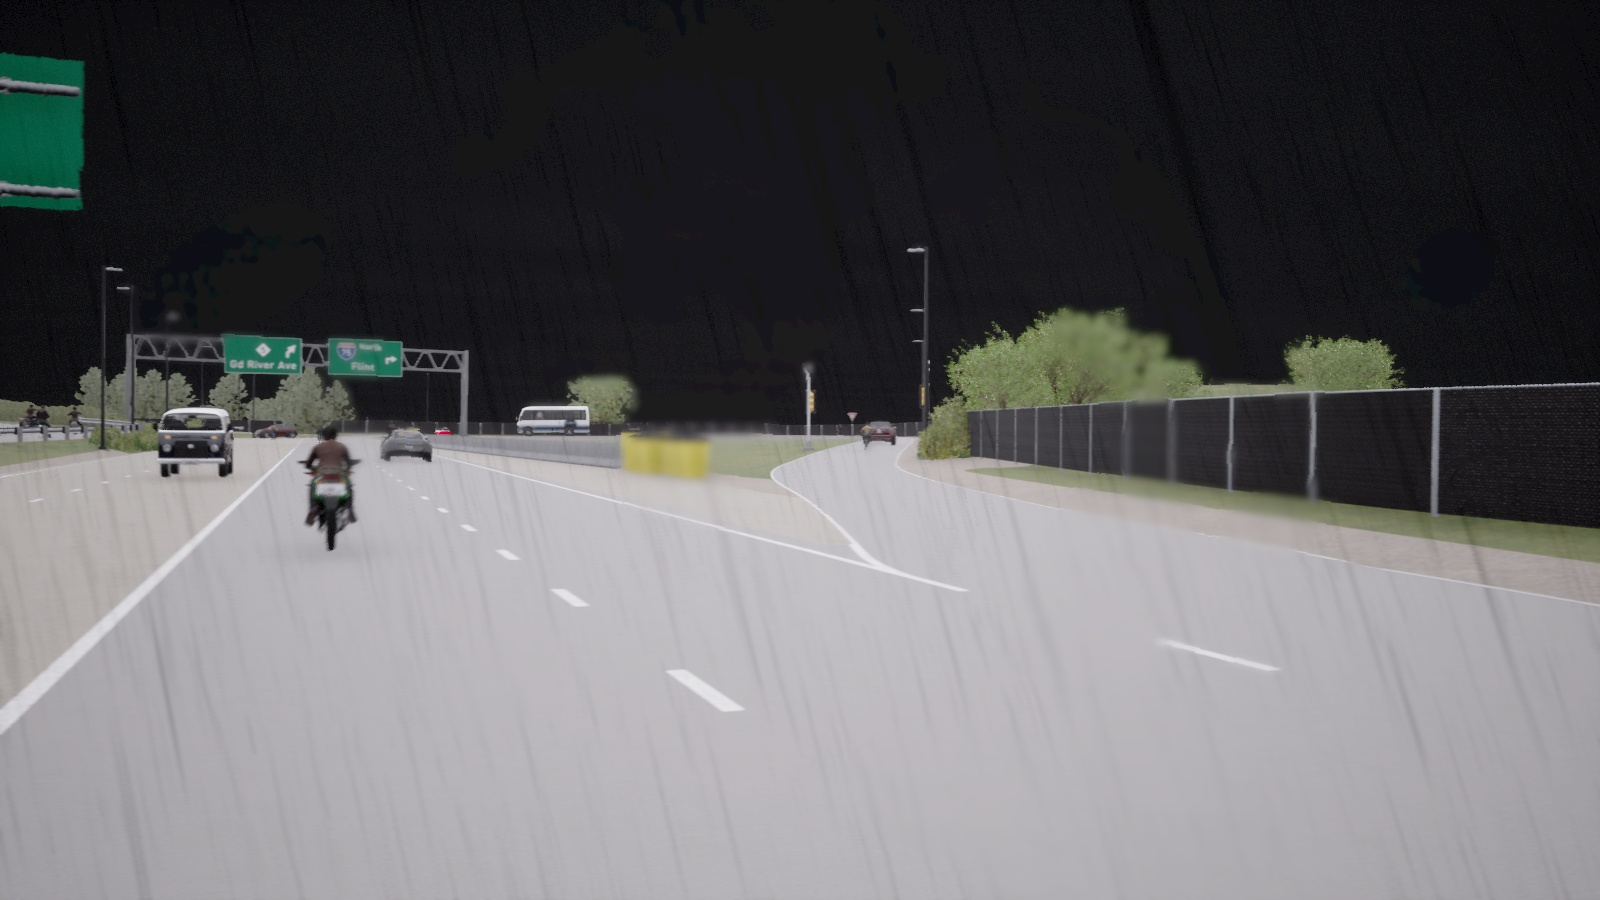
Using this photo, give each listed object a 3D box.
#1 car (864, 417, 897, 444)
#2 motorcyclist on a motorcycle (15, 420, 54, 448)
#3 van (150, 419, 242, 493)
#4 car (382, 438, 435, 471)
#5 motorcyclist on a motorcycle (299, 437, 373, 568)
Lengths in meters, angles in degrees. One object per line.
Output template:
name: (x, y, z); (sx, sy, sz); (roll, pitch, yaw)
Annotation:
car: (5.591, -1.363, 86.893); (2.097, 1.767, 4.553); (-1, 1, 6)
motorcyclist on a motorcycle: (-48.153, -1.022, 79.039); (0.766, 1.649, 2.350); (-1, 2, 6)
van: (-17.807, 0.144, 37.223); (2.069, 2.038, 4.480); (-1, 1, -21)
car: (-17.511, 0.188, 56.031); (1.994, 1.385, 4.181); (-1, 1, -21)
motorcyclist on a motorcycle: (-5.829, 0.598, 15.747); (0.797, 1.523, 2.044); (-1, 1, -21)
